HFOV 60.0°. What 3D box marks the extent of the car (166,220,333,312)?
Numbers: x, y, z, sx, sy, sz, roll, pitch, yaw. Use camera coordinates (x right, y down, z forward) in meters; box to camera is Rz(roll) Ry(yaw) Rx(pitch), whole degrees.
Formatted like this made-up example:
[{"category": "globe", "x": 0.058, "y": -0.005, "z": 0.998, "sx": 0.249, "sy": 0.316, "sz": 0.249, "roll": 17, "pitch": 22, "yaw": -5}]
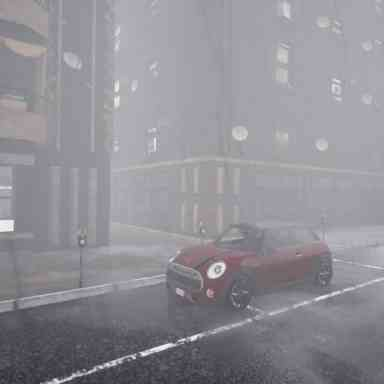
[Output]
[{"category": "car", "x": 1.390, "y": 1.442, "z": 7.697, "sx": 4.097, "sy": 1.590, "sz": 1.967, "roll": 0, "pitch": 1, "yaw": -36}]
